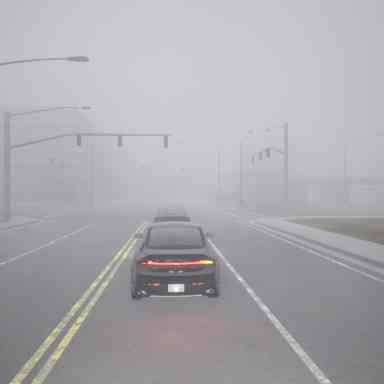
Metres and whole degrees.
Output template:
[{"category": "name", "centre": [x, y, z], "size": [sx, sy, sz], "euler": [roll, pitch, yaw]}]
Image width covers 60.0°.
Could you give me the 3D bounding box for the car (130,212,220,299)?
[{"category": "car", "centre": [-0.445, 1.505, 8.484], "size": [1.837, 1.490, 4.892], "euler": [0, 0, -4]}]

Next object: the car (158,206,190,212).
[{"category": "car", "centre": [-1.086, 1.478, 17.956], "size": [1.882, 1.535, 5.008], "euler": [0, 0, -4]}]
